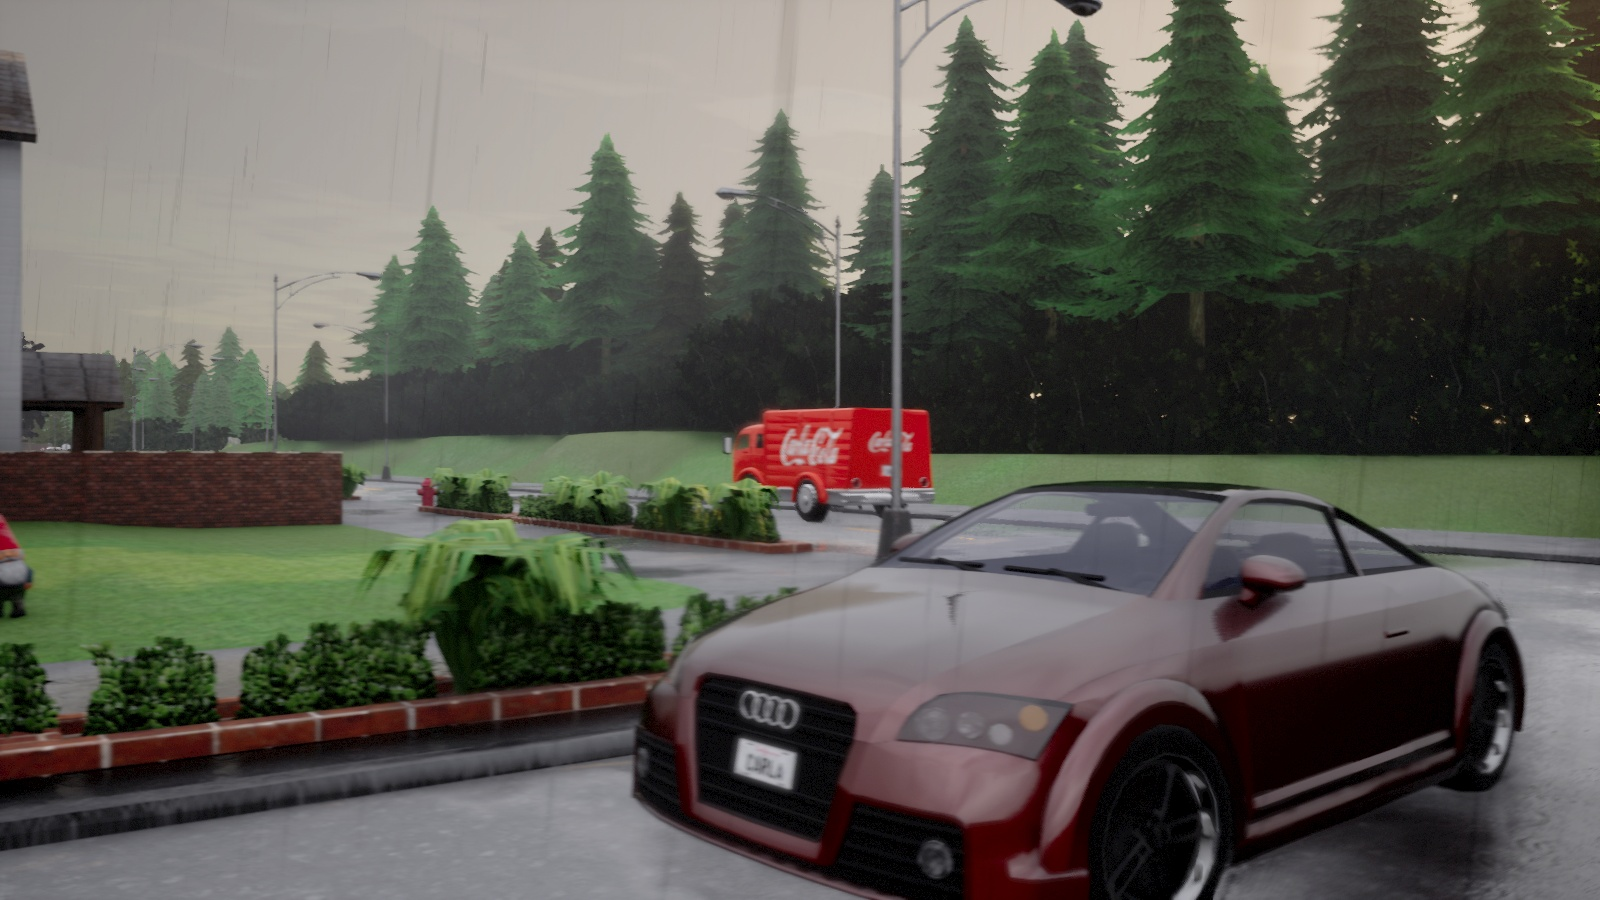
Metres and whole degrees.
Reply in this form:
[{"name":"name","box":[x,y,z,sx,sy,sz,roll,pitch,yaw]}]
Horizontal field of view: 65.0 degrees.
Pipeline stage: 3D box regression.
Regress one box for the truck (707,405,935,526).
[{"name":"truck","box":[0.357,0.328,28.515,2.627,2.467,5.204,0,0,-35]}]

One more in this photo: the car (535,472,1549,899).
[{"name":"car","box":[1.259,0.819,5.227,4.181,1.385,1.994,0,0,-41]}]
